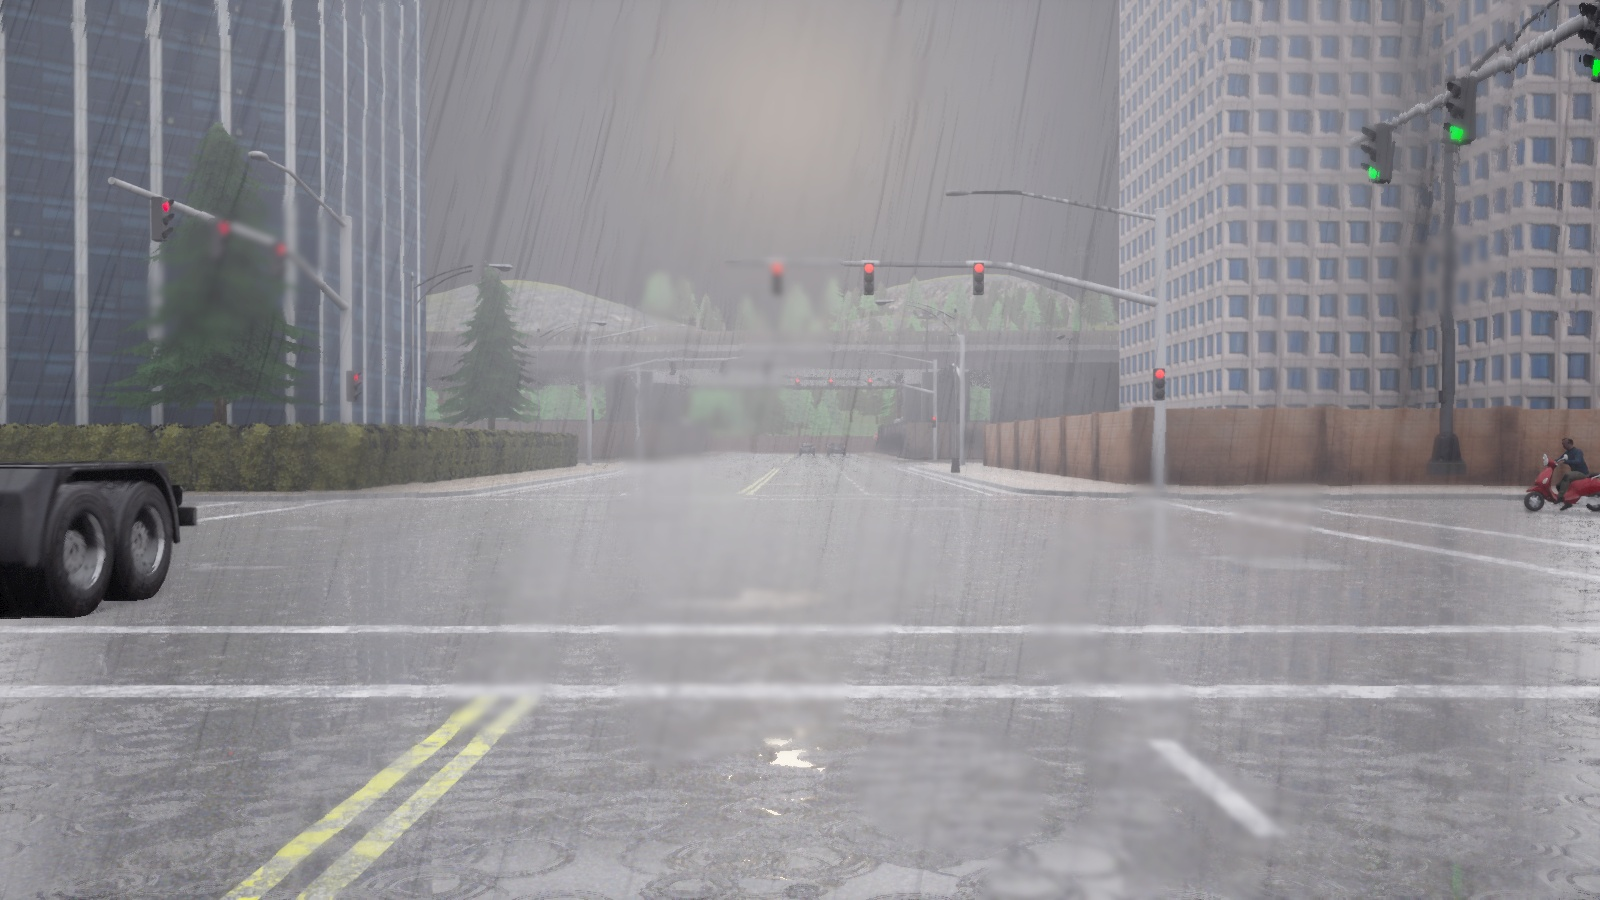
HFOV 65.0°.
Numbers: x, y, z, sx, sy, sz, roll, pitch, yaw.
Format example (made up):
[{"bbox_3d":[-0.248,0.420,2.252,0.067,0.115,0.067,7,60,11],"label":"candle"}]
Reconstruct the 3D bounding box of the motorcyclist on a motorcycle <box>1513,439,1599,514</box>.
[{"bbox_3d":[16.569,0.560,27.136,1.817,1.590,0.866,0,0,1],"label":"motorcyclist on a motorcycle"}]

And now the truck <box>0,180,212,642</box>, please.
[{"bbox_3d":[-7.434,-0.293,9.122,2.891,3.462,7.936,0,0,-2],"label":"truck"}]
